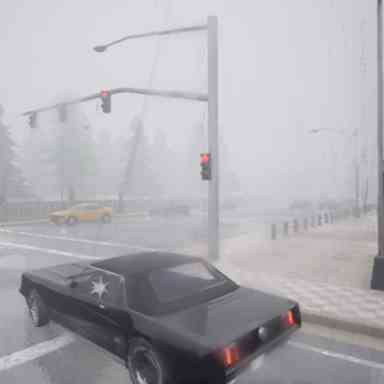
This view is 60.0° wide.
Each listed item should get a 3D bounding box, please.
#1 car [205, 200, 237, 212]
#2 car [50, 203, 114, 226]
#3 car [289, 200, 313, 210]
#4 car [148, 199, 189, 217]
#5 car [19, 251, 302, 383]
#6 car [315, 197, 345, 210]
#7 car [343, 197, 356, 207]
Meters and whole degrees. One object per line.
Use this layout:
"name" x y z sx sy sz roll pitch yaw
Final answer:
"car" 3.708 1.678 41.488 2.033 1.411 5.357 0 0 36
"car" -8.131 1.609 24.936 1.882 1.535 5.008 0 0 36
"car" 14.690 1.686 44.482 1.895 1.301 4.718 0 0 36
"car" -2.269 1.483 33.136 2.097 1.767 4.553 0 0 36
"car" -0.914 1.624 5.203 4.718 1.301 1.895 0 0 42
"car" 17.880 1.665 42.924 1.895 1.301 4.718 0 0 36
"car" 24.616 1.568 52.353 1.837 1.490 4.892 0 0 36
